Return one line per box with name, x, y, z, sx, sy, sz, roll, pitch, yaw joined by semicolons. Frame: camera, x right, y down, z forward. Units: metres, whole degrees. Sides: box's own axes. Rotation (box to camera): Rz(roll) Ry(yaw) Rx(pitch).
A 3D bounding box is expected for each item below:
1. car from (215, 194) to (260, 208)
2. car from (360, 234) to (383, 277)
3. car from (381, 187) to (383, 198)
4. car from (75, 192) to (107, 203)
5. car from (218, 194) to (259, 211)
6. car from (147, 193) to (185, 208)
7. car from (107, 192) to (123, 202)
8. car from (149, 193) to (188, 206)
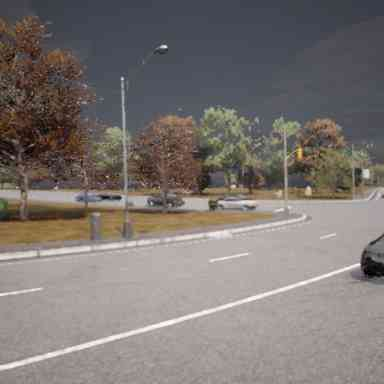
car;5.365;1.003;39.194;4.892;1.490;1.837;0;2;33
car;6.387;1.565;9.203;4.181;1.385;1.994;-1;0;-41
car;29.200;-0.203;48.803;2.150;2.045;5.566;-1;2;31
car;-15.081;0.760;48.416;4.674;1.442;1.812;3;4;34
car;4.697;1.224;35.453;4.718;1.301;1.895;0;2;33
car;-3.304;1.082;40.694;4.892;1.490;1.837;1;2;33
car;-12.893;0.718;51.168;4.718;1.301;1.895;2;3;33
car;-3.174;0.910;44.787;4.902;1.511;2.128;1;3;33
